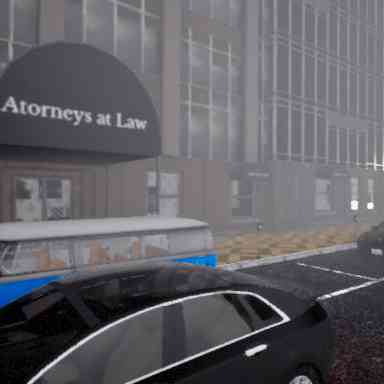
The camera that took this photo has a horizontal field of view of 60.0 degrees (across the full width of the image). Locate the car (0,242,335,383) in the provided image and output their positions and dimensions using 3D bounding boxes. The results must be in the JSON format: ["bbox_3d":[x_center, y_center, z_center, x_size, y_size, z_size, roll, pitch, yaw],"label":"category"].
[{"bbox_3d":[-0.731,1.506,2.859,4.892,1.490,1.837,0,0,-35],"label":"car"}]

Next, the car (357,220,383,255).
[{"bbox_3d":[7.810,1.582,12.123,4.313,1.339,1.947,0,0,-35],"label":"car"}]

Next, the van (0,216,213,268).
[{"bbox_3d":[-1.452,1.344,5.514,3.998,1.788,1.690,0,0,-35],"label":"van"}]
